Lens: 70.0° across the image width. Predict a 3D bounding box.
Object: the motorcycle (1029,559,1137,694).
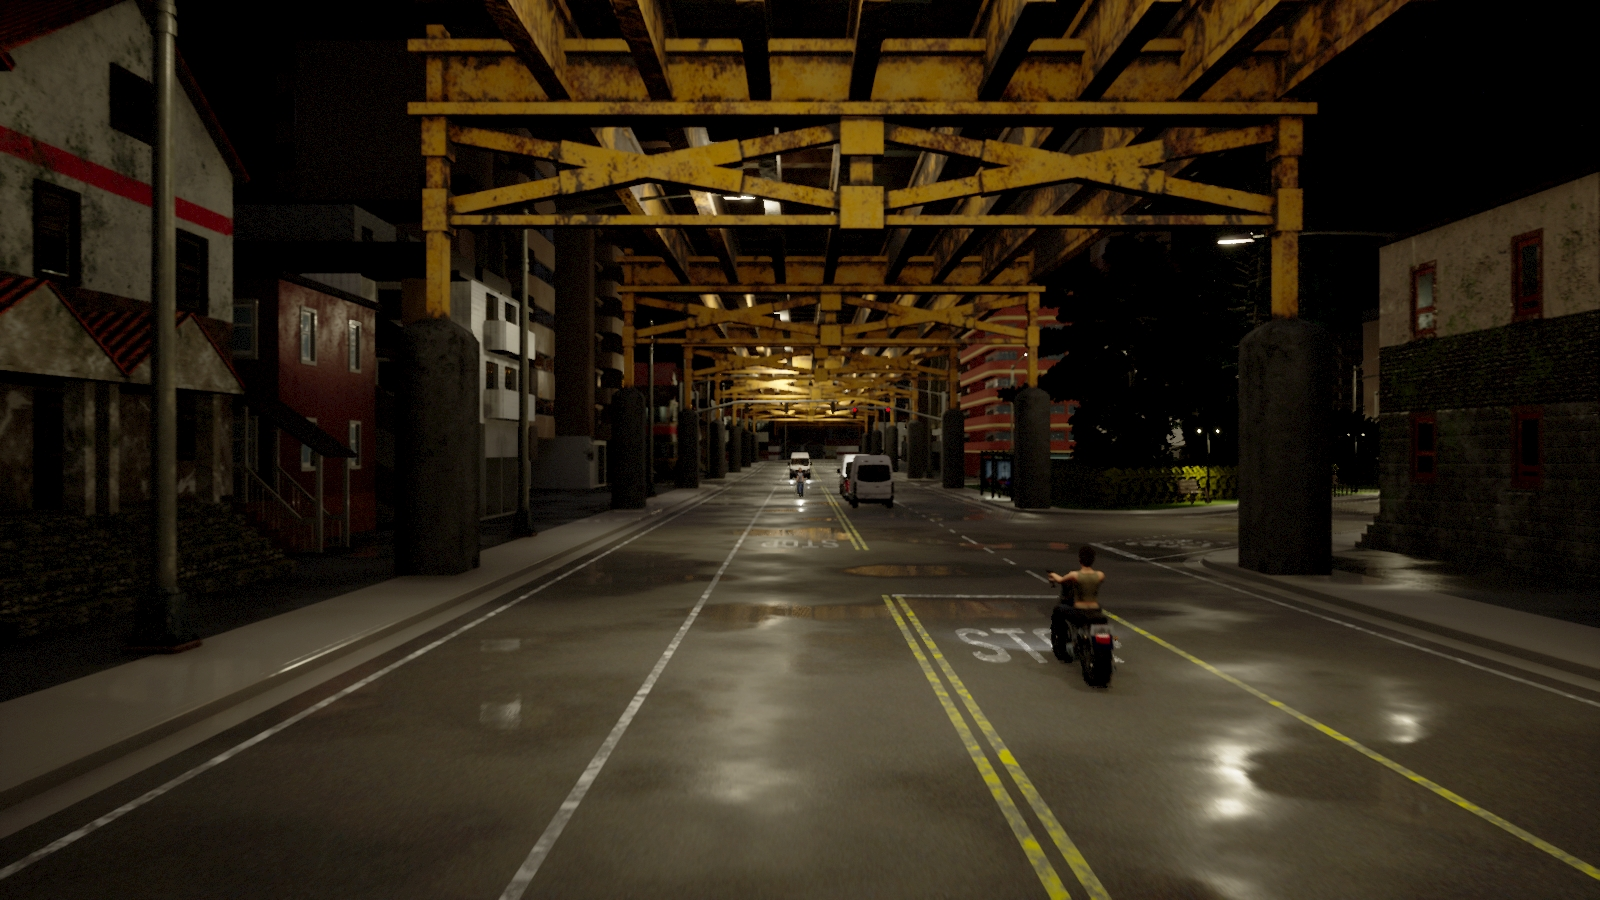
[{"bbox_3d":[3.493,2.144,14.323,0.764,1.332,2.356,0,0,0],"label":"motorcycle"}]
